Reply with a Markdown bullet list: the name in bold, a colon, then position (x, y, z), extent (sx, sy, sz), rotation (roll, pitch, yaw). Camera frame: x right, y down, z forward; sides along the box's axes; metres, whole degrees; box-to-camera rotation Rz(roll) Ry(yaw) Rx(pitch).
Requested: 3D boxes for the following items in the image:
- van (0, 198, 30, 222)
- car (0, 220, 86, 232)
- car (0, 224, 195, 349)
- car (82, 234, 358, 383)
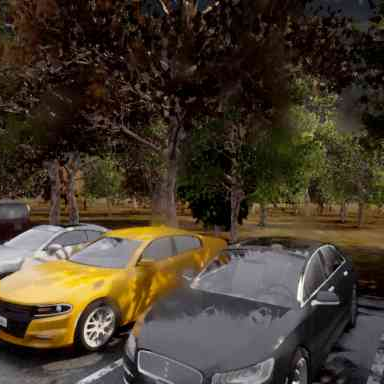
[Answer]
- **van**: position (-7.990, 1.255, 11.292), extent (1.878, 1.987, 4.442), rotation (0, 0, 35)
- **car**: position (-3.382, 1.522, 8.162), extent (2.002, 1.452, 4.674), rotation (0, 0, 35)
- **car**: position (-1.110, 1.481, 6.550), extent (2.097, 1.535, 5.008), rotation (0, 0, 35)
- **car**: position (1.161, 1.481, 4.938), extent (2.231, 1.521, 4.892), rotation (0, 0, 35)
